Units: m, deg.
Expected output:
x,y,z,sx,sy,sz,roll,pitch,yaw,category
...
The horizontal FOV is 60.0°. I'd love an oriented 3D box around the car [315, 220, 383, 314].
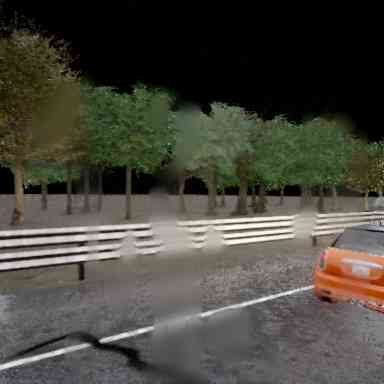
x,y,z,sx,sy,sz,roll,pitch,yaw,category
4.706,1.422,7.102,4.553,1.767,2.097,1,0,-36,car
